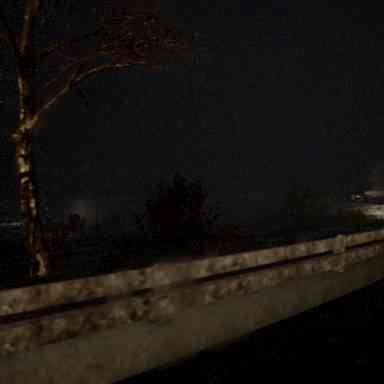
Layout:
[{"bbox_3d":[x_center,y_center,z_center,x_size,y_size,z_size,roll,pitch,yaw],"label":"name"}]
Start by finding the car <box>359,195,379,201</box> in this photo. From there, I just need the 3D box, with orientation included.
[{"bbox_3d":[44.394,1.501,84.307,2.097,1.767,4.553,0,0,-1],"label":"car"}]
